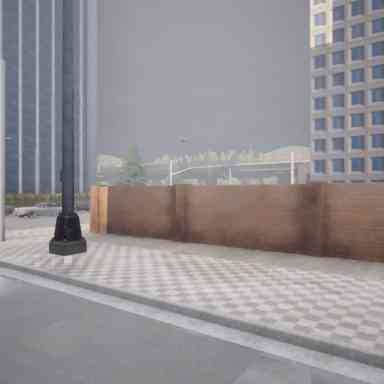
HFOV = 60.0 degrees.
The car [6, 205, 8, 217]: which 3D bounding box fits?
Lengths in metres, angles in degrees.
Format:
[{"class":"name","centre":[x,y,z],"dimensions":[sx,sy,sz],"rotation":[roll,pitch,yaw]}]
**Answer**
[{"class":"car","centre":[-18.224,1.547,29.252],"dimensions":[2.033,1.411,5.357],"rotation":[0,0,32]}]

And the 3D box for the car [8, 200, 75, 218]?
[{"class":"car","centre":[-13.420,1.601,29.947],"dimensions":[1.895,1.301,4.718],"rotation":[0,0,35]}]

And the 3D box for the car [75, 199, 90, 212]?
[{"class":"car","centre":[-12.415,1.547,37.483],"dimensions":[2.033,1.411,5.357],"rotation":[0,0,35]}]
